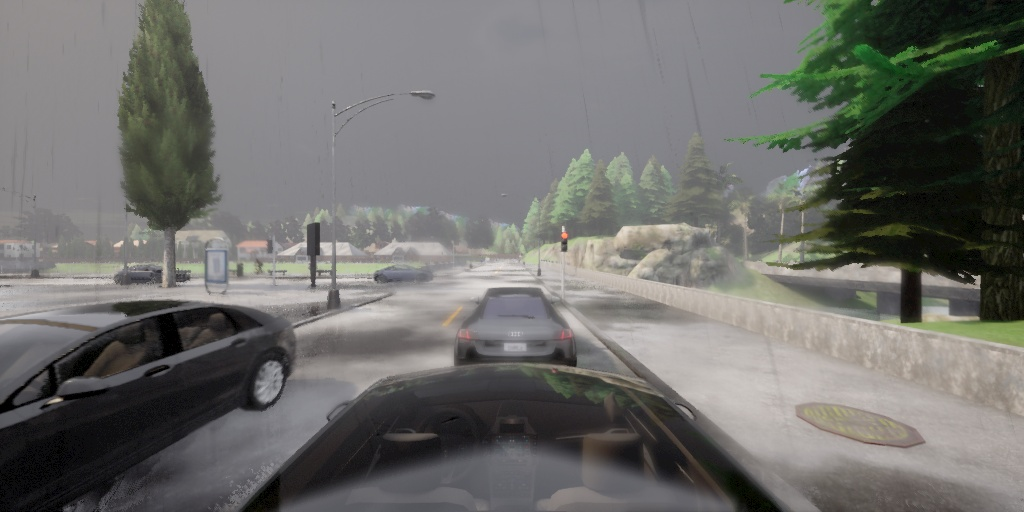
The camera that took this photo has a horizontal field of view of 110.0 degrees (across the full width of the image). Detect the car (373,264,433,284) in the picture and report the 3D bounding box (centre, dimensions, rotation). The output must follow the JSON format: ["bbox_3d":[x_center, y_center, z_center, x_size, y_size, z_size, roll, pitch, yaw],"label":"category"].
[{"bbox_3d":[-7.968,1.312,26.349,4.181,1.385,1.994,0,0,-12],"label":"car"}]

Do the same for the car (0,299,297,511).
[{"bbox_3d":[-4.081,1.255,3.311,1.837,1.490,4.892,0,0,0],"label":"car"}]

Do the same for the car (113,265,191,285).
[{"bbox_3d":[-25.739,1.313,25.723,4.181,1.385,1.994,0,0,0],"label":"car"}]

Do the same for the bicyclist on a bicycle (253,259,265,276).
[{"bbox_3d":[-24.099,1.098,34.120,0.582,1.620,1.656,0,0,0],"label":"bicyclist on a bicycle"}]

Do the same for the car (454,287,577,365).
[{"bbox_3d":[0.064,1.314,7.295,1.994,1.385,4.181,0,0,0],"label":"car"}]
